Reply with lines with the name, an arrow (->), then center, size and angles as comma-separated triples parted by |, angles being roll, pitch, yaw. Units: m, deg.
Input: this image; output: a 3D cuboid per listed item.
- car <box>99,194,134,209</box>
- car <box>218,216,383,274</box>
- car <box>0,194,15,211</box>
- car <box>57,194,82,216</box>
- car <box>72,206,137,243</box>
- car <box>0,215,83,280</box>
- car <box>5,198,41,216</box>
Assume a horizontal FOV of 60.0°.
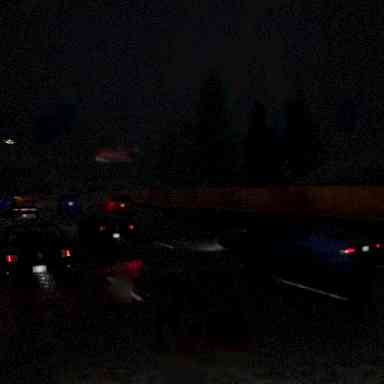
car -> -6.604, 1.157, 28.832 | 2.150, 2.045, 5.566 | -1, 0, -24
car -> 3.043, 1.475, 10.473 | 2.033, 1.411, 5.357 | -1, 0, -32
car -> -21.451, 1.250, 38.163 | 2.150, 2.045, 5.566 | -1, 0, -18
car -> -12.137, 1.188, 33.070 | 2.150, 2.045, 5.566 | -1, 0, -21
car -> -4.301, 1.569, 16.186 | 1.895, 1.301, 4.718 | -1, 0, -29
car -> -4.887, 1.600, 10.110 | 1.895, 1.301, 4.718 | -1, 0, -31
car -> -13.093, 1.495, 26.284 | 2.128, 1.511, 4.902 | -1, 0, -24
